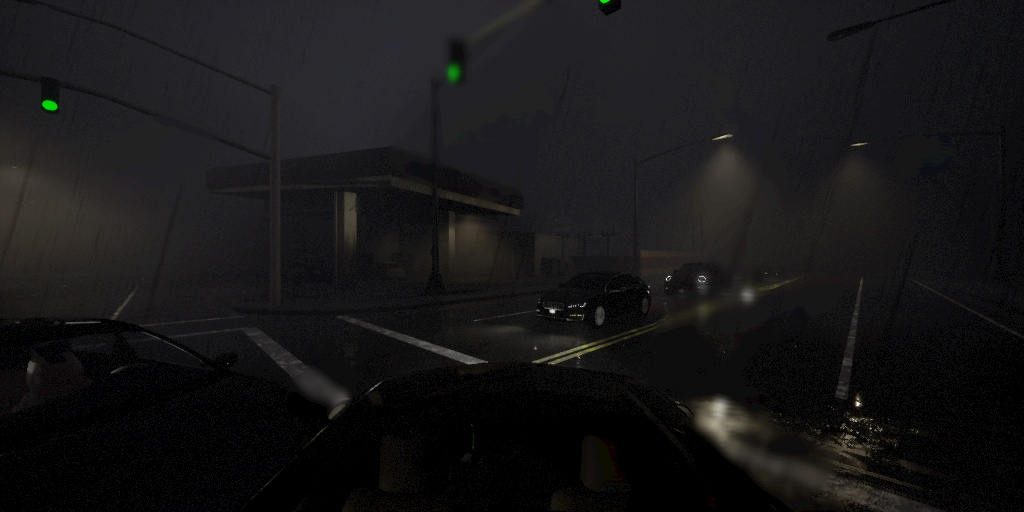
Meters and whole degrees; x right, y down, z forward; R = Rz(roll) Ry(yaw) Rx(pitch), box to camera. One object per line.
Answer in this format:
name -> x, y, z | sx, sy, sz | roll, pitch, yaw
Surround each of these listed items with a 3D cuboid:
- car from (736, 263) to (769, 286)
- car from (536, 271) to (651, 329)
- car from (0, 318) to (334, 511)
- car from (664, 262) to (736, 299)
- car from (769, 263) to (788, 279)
car -> 16.446, 1.314, 25.365 | 1.994, 1.385, 4.181 | 0, 0, 44
car -> 2.790, 1.255, 11.500 | 1.837, 1.490, 4.892 | 0, 0, 44
car -> -3.440, 1.242, 2.432 | 4.902, 1.511, 2.128 | 0, 0, 14
car -> 9.575, 1.102, 18.400 | 2.097, 1.767, 4.553 | 0, 0, 45
car -> 23.524, 1.314, 32.475 | 4.181, 1.385, 1.994 | 0, 0, -45
